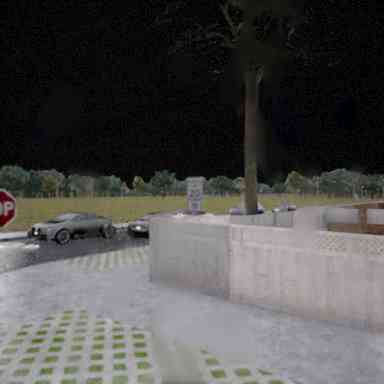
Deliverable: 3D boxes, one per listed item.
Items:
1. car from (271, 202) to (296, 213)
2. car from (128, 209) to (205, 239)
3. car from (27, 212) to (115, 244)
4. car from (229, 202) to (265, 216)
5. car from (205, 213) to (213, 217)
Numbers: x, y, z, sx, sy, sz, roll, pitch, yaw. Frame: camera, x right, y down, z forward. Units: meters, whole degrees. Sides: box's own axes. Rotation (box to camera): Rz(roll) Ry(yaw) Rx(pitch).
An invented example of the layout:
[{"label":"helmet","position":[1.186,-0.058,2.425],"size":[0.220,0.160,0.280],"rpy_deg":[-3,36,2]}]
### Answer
[{"label":"car","position":[11.332,2.045,40.995],"size":[2.128,1.511,4.902],"rpy_deg":[0,-1,36]},{"label":"car","position":[-1.448,1.768,17.902],"size":[1.994,1.385,4.181],"rpy_deg":[0,-1,36]},{"label":"car","position":[-5.882,1.701,16.638],"size":[1.994,1.385,4.181],"rpy_deg":[0,-1,35]},{"label":"car","position":[5.420,1.764,32.664],"size":[2.097,1.767,4.553],"rpy_deg":[0,-1,35]},{"label":"car","position":[-0.400,1.872,24.426],"size":[1.895,1.301,4.718],"rpy_deg":[0,-1,35]}]
